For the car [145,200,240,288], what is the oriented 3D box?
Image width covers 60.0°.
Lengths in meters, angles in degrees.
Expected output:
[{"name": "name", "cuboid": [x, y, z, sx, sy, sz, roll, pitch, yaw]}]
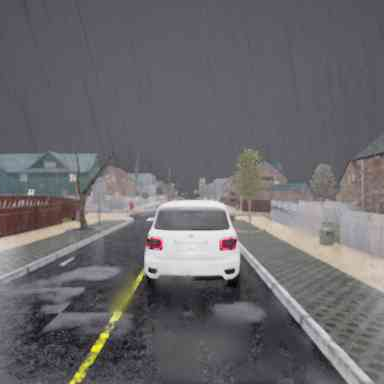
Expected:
[{"name": "car", "cuboid": [0.081, 1.240, 9.480, 2.150, 2.045, 5.566, 0, 0, 2]}]

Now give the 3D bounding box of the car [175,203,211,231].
[{"name": "car", "cuboid": [0.114, 1.541, 22.054, 2.128, 1.511, 4.902, 0, 0, 1]}]
